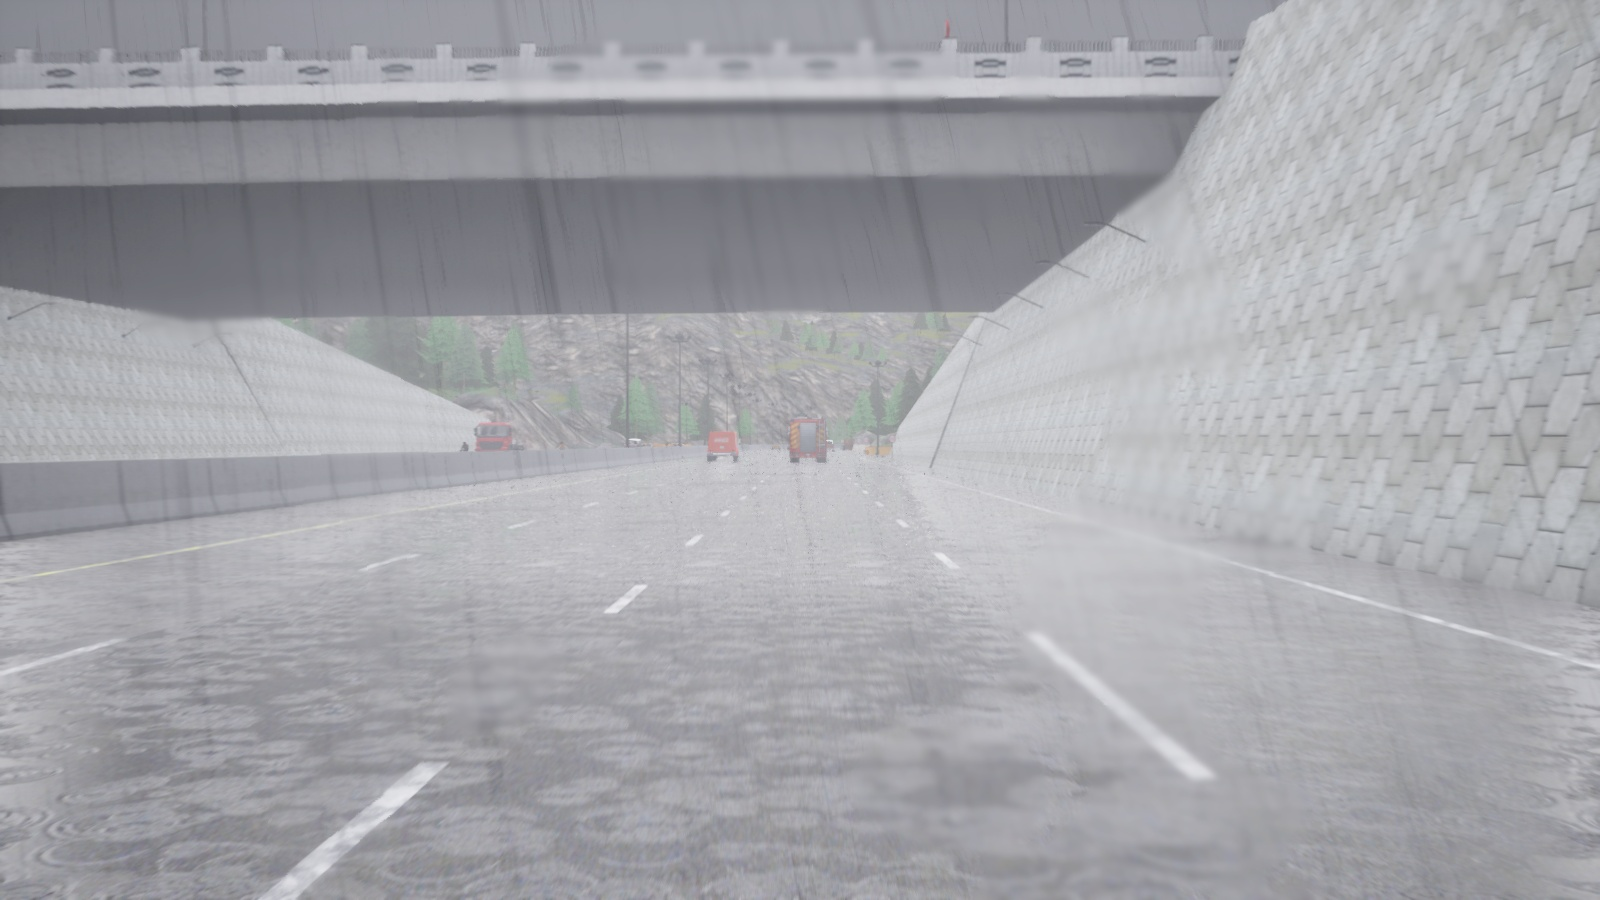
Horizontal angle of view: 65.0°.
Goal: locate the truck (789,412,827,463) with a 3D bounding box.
[{"bbox_3d":[0.631,-0.970,99.378,2.891,3.827,8.468,0,0,0],"label":"truck"}]
